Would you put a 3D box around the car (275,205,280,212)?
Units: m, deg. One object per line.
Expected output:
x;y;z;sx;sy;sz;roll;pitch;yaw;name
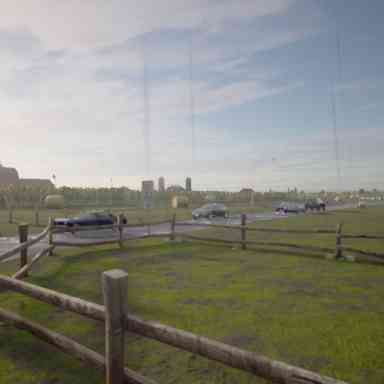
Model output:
14.187;2.243;49.691;2.033;1.411;5.357;-1;-1;35;car

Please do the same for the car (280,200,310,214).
13.716;2.150;44.115;1.994;1.385;4.181;-1;-1;36;car

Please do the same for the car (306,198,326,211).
19.379;1.943;52.359;2.150;2.045;5.566;-1;-1;35;car

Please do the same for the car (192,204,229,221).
1.858;1.912;32.090;1.837;1.490;4.892;-1;-1;35;car

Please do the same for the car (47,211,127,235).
-6.293;1.818;20.343;1.895;1.301;4.718;-1;-1;35;car
